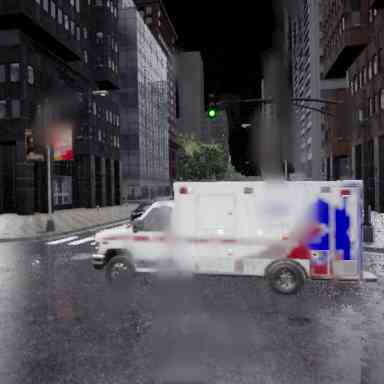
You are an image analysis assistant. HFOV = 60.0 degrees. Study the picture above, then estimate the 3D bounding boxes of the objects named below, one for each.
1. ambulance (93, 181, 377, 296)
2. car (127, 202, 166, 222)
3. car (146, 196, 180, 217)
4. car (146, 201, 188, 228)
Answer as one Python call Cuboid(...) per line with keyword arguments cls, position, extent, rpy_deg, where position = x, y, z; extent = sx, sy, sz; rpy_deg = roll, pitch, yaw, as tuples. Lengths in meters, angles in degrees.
Cuboid(cls="ambulance", position=(0.803, 0.992, 8.312), extent=(6.366, 2.431, 2.351), rpy_deg=(0, 0, 10))
Cuboid(cls="car", position=(-3.659, 1.613, 27.568), extent=(1.947, 1.339, 4.313), rpy_deg=(-1, 0, 10))
Cuboid(cls="car", position=(-2.759, 1.350, 32.918), extent=(2.192, 1.841, 5.009), rpy_deg=(-1, 0, 10))
Cuboid(cls="car", position=(-1.635, 1.477, 23.529), extent=(1.882, 1.535, 5.008), rpy_deg=(-1, 0, 9))
